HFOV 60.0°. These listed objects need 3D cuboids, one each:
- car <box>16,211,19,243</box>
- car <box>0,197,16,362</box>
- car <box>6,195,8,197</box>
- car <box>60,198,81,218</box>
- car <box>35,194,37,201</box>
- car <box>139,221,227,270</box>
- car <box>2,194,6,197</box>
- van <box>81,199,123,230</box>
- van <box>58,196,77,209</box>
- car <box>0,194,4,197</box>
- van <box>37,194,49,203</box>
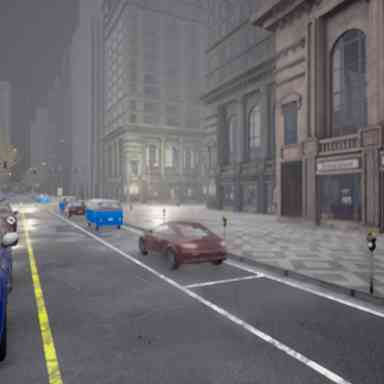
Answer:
[{"bbox_3d":[-10.283,1.361,17.353,2.097,1.767,4.553,0,0,-27],"label":"car"},{"bbox_3d":[-4.260,1.224,5.572,2.150,2.045,5.566,0,0,-27],"label":"car"},{"bbox_3d":[-43.124,1.389,74.481,2.192,1.841,5.009,0,0,-27],"label":"car"},{"bbox_3d":[-10.630,1.559,30.538,1.887,1.381,4.507,0,0,-27],"label":"car"},{"bbox_3d":[-33.227,1.632,73.929,1.947,1.339,4.313,0,0,-27],"label":"car"},{"bbox_3d":[-0.431,1.586,10.932,1.802,1.307,4.206,0,0,-27],"label":"car"},{"bbox_3d":[-40.683,1.611,69.789,1.887,1.381,4.507,0,0,-27],"label":"car"},{"bbox_3d":[-5.530,1.350,20.736,1.690,1.788,3.998,0,0,-27],"label":"van"},{"bbox_3d":[-13.180,1.359,35.440,1.690,1.788,3.998,0,0,-27],"label":"van"},{"bbox_3d":[-35.726,1.577,60.250,1.752,1.417,4.829,0,0,-27],"label":"car"},{"bbox_3d":[-30.728,1.399,69.128,1.690,1.788,3.998,0,0,-27],"label":"van"}]
